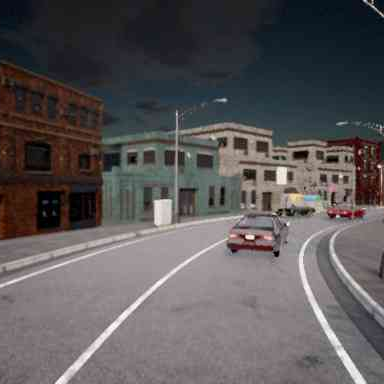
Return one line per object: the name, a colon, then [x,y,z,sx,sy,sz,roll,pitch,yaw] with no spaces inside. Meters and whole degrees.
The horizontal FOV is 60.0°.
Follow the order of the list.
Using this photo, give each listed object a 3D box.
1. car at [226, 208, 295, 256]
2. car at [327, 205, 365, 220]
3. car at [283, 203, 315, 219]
car: [2.841,1.577,13.524,2.033,1.411,5.357,1,0,21]
car: [13.940,1.788,29.863,1.895,1.301,4.718,2,0,44]
car: [9.450,1.688,30.474,1.895,1.301,4.718,2,0,42]
